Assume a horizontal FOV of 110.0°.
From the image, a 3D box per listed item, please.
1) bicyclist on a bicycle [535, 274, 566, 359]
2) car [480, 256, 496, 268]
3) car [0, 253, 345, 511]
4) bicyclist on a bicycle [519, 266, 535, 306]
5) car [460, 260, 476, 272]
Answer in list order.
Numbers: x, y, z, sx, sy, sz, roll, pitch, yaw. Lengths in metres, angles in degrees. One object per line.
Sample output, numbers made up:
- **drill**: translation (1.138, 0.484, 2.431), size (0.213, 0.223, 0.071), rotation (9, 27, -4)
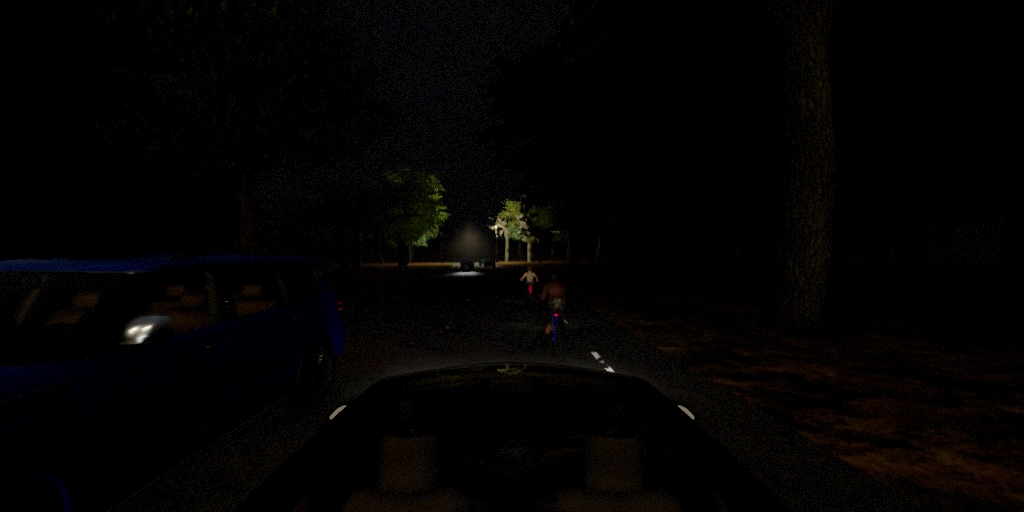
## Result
- **bicyclist on a bicycle**: translation (0.893, 1.217, 7.558), size (0.582, 1.620, 1.656), rotation (0, 0, -1)
- **car**: translation (-3.963, 1.304, 63.323), size (2.128, 1.511, 4.902), rotation (0, 0, -7)
- **car**: translation (-3.628, 0.976, 3.287), size (2.150, 2.045, 5.566), rotation (0, 0, 0)
- **bicyclist on a bicycle**: translation (0.726, 1.216, 14.840), size (0.866, 1.612, 1.509), rotation (0, 0, -2)
- **car**: translation (-5.951, 1.318, 47.978), size (2.128, 1.511, 4.902), rotation (0, 0, -6)
